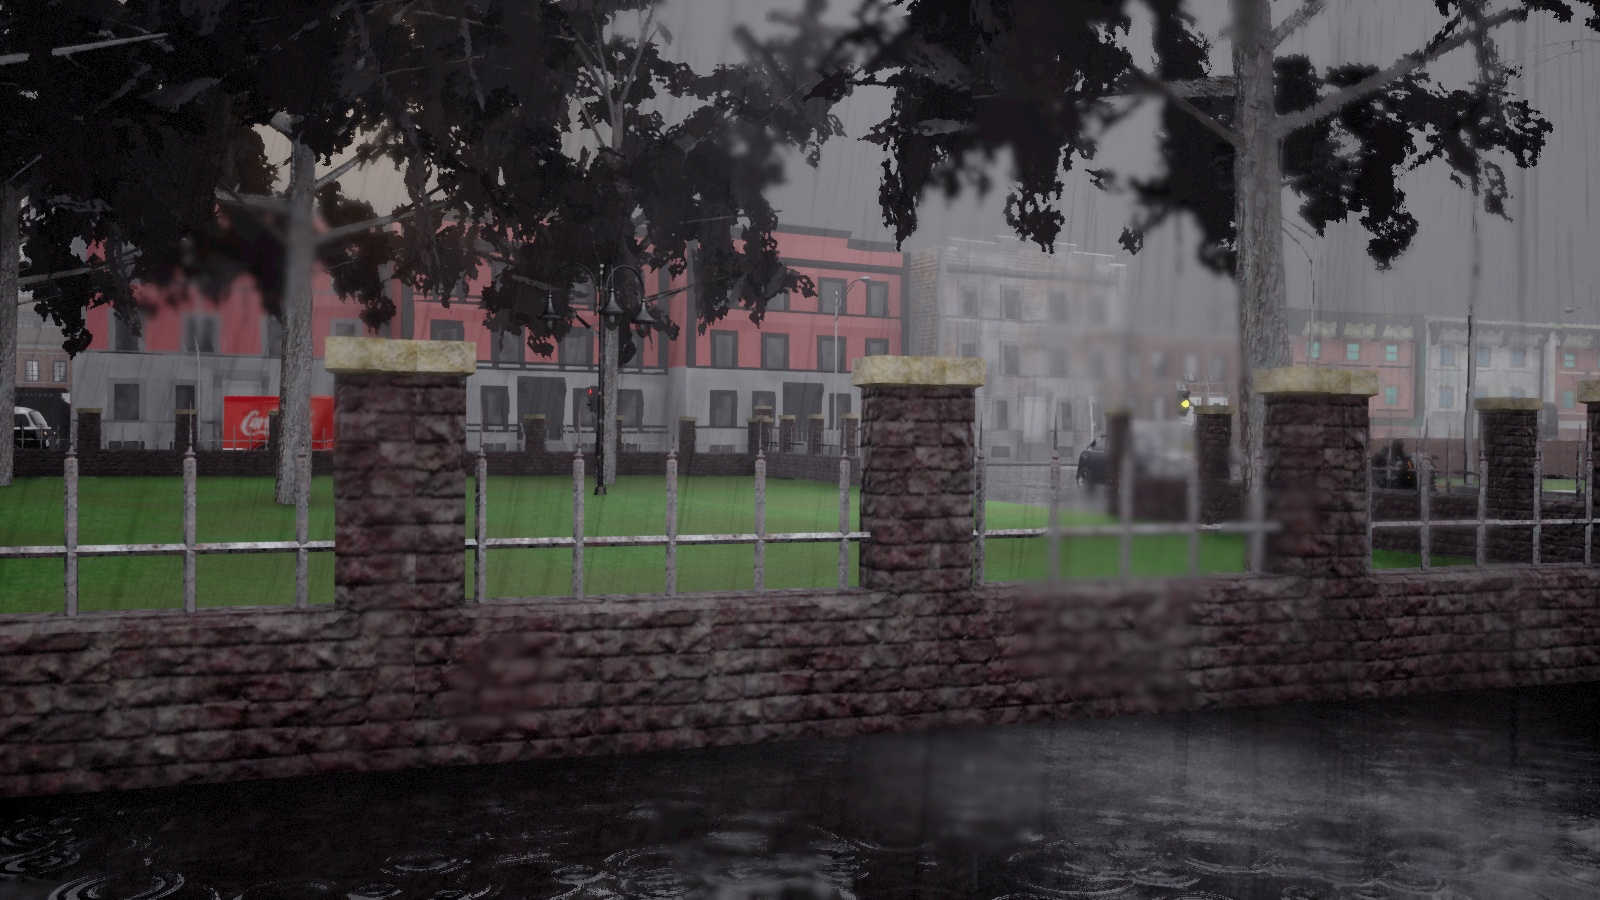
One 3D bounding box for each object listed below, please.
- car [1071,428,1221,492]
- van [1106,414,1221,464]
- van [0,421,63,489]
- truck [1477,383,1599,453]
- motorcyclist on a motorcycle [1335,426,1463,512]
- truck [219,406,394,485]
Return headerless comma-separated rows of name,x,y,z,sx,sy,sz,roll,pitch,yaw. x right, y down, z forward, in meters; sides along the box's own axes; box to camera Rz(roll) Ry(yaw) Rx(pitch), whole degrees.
car,8.567,0.208,31.409,1.845,1.501,3.633,-1,1,-20
van,15.221,-0.469,52.557,4.442,1.987,1.775,-1,1,-21
van,-25.457,0.169,38.585,4.480,2.038,2.069,-1,1,-19
truck,39.333,-1.667,65.019,7.936,3.462,2.891,-1,1,-19
motorcyclist on a motorcycle,11.227,0.327,23.635,0.866,1.530,2.191,-1,1,-21
truck,-16.271,-0.192,41.748,5.204,2.467,2.627,-1,1,-18
